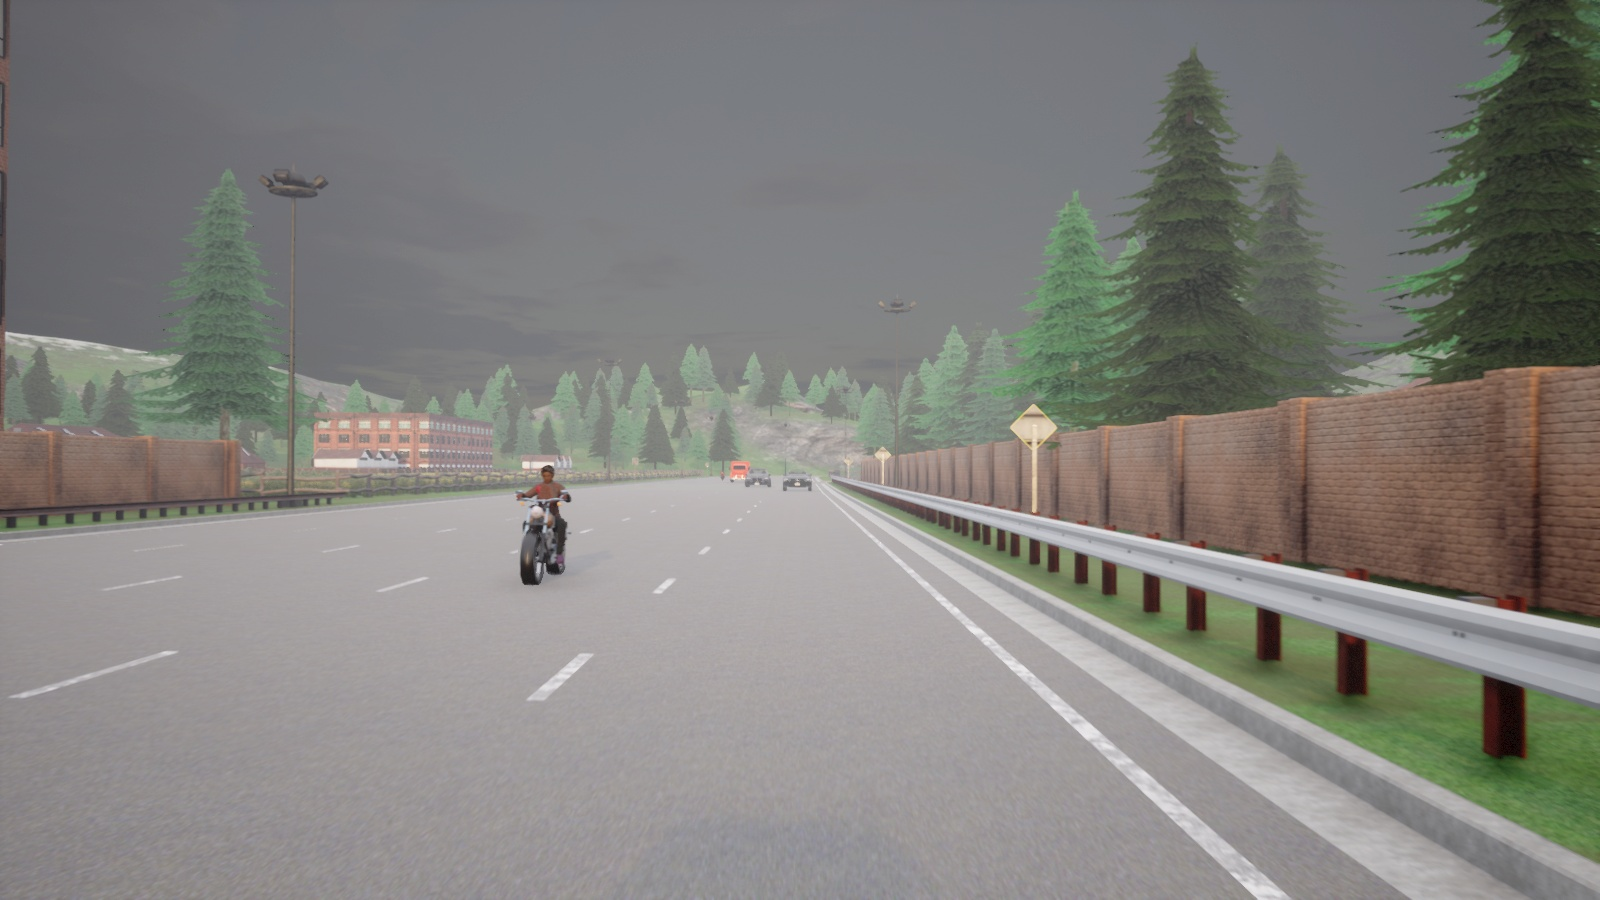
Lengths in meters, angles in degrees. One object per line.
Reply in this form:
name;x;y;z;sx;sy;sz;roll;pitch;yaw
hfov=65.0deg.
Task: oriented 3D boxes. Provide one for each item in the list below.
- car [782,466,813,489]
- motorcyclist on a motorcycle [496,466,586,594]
car;-0.173;1.986;90.998;2.152;1.651;5.027;0;-1;0
motorcyclist on a motorcycle;-3.542;1.043;17.377;0.766;1.649;2.350;0;-1;0
